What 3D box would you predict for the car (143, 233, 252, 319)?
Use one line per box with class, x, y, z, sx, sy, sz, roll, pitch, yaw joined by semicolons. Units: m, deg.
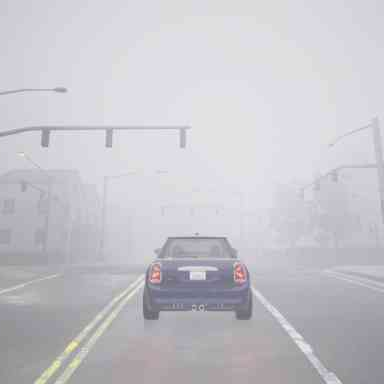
car;0.107;1.810;8.260;2.097;1.767;4.553;0;-7;0
